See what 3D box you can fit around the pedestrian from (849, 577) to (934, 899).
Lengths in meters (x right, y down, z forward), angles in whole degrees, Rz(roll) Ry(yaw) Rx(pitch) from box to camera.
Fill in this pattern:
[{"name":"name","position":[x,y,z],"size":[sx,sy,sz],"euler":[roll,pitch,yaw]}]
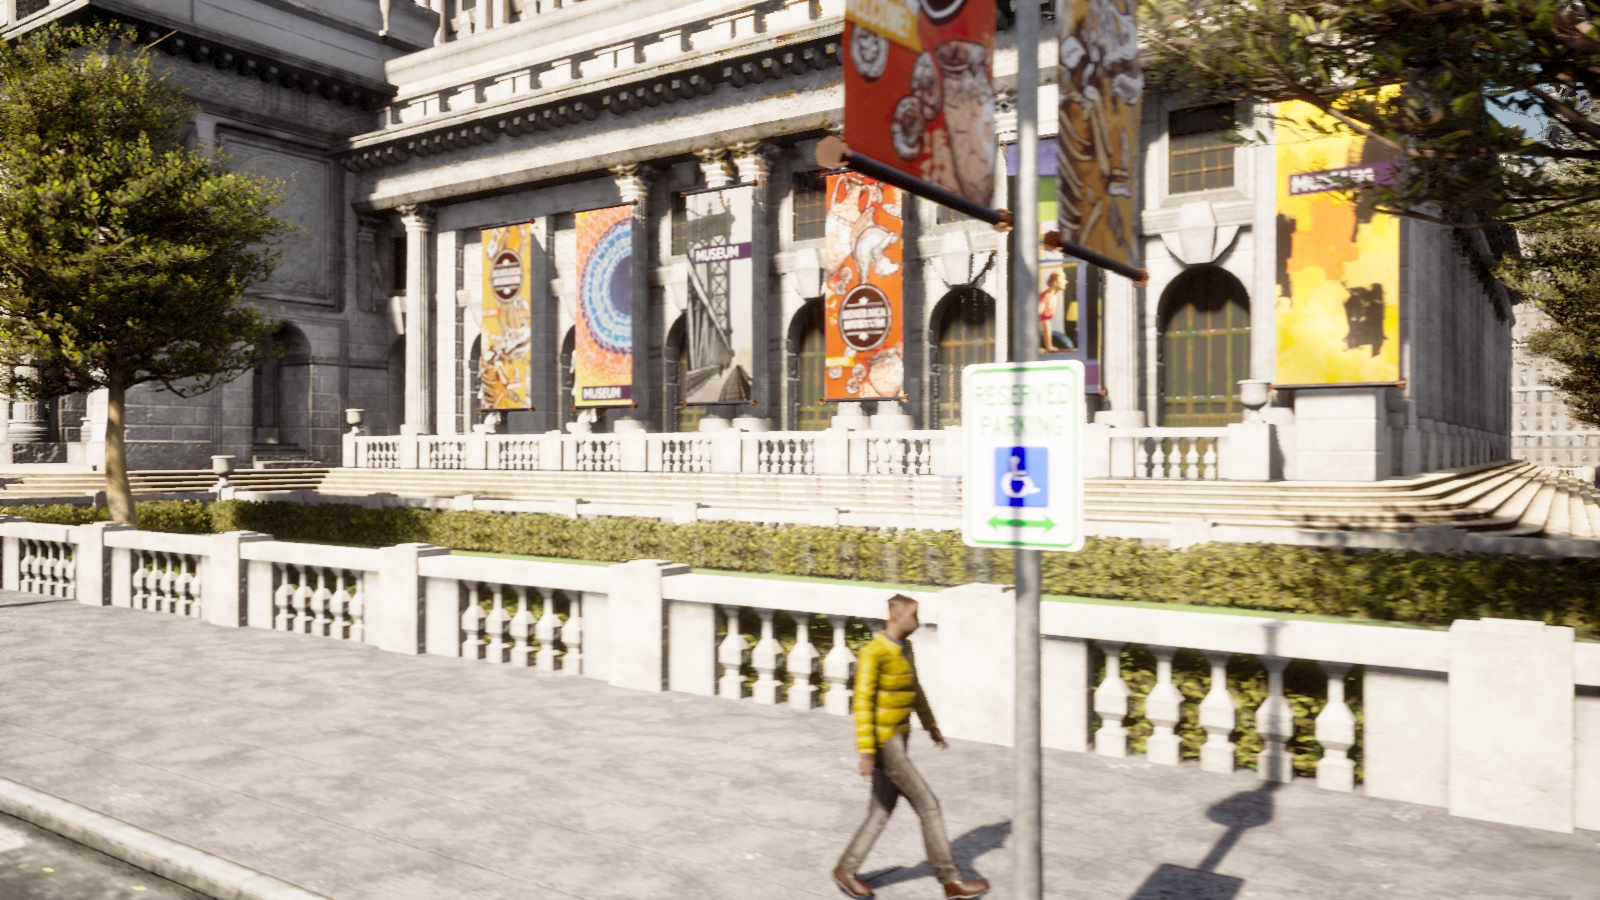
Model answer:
[{"name":"pedestrian","position":[0.534,1.696,6.627],"size":[0.375,1.860,0.375],"euler":[0,0,28]}]
